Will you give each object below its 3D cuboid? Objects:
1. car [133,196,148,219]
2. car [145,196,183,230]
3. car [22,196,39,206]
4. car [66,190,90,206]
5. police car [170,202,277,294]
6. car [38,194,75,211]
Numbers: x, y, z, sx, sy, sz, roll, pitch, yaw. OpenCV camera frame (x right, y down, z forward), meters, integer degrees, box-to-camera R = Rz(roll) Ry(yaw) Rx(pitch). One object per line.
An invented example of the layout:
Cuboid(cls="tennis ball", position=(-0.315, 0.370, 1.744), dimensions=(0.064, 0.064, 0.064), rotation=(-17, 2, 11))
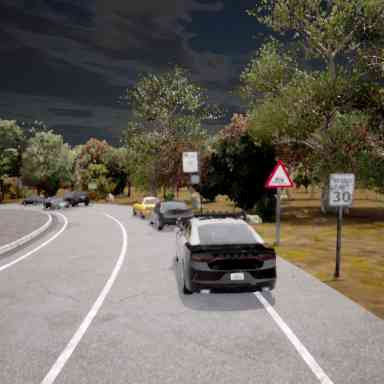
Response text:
Cuboid(cls="car", position=(-3.230, 1.071, 25.015), dimensions=(1.801, 1.575, 5.366), rotation=(-2, 1, -20))
Cuboid(cls="car", position=(-1.265, 1.212, 18.863), dimensions=(1.837, 1.490, 4.892), rotation=(-2, 1, -15))
Cuboid(cls="car", position=(-25.163, 1.383, 53.042), dimensions=(4.902, 1.511, 2.128), rotation=(-2, 3, 34))
Cuboid(cls="car", position=(-15.434, 0.854, 43.655), dimensions=(2.150, 2.045, 5.566), rotation=(-5, 3, -41))
Cuboid(cls="police car", position=(0.581, 1.307, 8.694), dimensions=(1.930, 1.638, 5.238), rotation=(-1, 1, -6))
Cuboid(cls="car", position=(-15.679, 1.302, 38.400), dimensions=(2.128, 1.511, 4.902), rotation=(-4, 2, -38))
